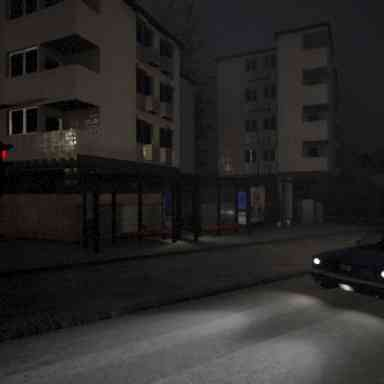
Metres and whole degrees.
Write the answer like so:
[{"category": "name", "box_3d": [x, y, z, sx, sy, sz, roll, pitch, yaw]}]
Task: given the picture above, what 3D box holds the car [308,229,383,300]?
[{"category": "car", "box_3d": [4.909, 1.594, 7.880, 4.718, 1.301, 1.895, 0, 0, -34]}]
